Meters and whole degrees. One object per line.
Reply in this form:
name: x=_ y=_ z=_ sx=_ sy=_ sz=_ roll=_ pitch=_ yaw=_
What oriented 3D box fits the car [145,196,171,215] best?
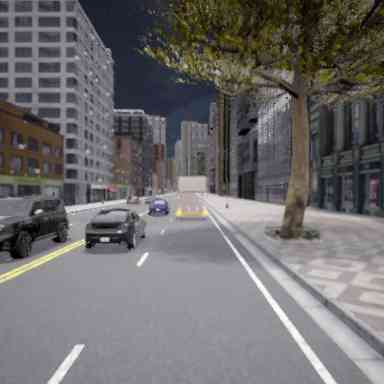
car: x=-3.139 y=1.447 z=32.885 sx=1.812 sy=1.442 sz=4.674 roll=0 pitch=0 yaw=0

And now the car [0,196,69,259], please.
car: x=-6.594 y=1.191 z=12.785 sx=2.150 sy=2.045 sz=5.566 roll=0 pitch=0 yaw=0

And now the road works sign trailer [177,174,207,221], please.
road works sign trailer: x=0.009 y=0.400 z=26.516 sx=2.380 sy=3.560 sz=2.880 roll=0 pitch=0 yaw=0

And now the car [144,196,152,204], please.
car: x=-6.523 y=1.377 z=53.949 sx=1.837 sy=1.490 sz=4.892 roll=0 pitch=0 yaw=1

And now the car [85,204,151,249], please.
car: x=-3.145 y=1.469 z=14.415 sx=1.837 sy=1.490 sz=4.892 roll=0 pitch=0 yaw=0

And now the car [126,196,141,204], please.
car: x=-9.760 y=1.395 z=55.851 sx=1.812 sy=1.442 sz=4.674 roll=0 pitch=0 yaw=1
